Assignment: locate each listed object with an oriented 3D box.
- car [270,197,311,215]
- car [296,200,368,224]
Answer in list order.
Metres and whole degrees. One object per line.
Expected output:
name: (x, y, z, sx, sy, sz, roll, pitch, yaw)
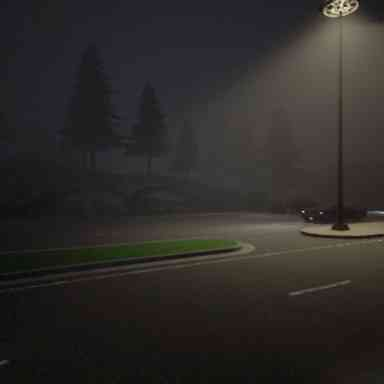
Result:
car: (9.369, 1.199, 30.415, 5.008, 1.535, 1.882, 0, 1, -29)
car: (9.641, 1.387, 22.568, 4.718, 1.301, 1.895, 0, 1, -29)
